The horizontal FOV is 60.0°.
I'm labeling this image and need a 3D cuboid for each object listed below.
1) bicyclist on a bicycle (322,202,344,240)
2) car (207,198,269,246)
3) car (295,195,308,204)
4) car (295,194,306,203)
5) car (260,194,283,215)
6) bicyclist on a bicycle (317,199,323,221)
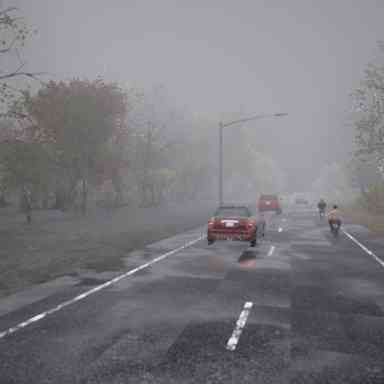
[{"bbox_3d":[6.889,1.436,16.016,0.866,1.612,1.509,0,0,18],"label":"bicyclist on a bicycle"},{"bbox_3d":[2.186,1.349,15.518,2.097,1.767,4.553,0,0,17],"label":"car"},{"bbox_3d":[20.064,1.562,60.901,1.994,1.385,4.181,0,0,17],"label":"car"},{"bbox_3d":[22.974,1.354,70.528,2.097,1.767,4.553,0,0,17],"label":"car"},{"bbox_3d":[8.117,1.218,34.466,2.150,2.045,5.566,0,0,17],"label":"car"},{"bbox_3d":[9.636,1.369,24.701,0.659,1.776,1.843,0,0,17],"label":"bicyclist on a bicycle"}]
